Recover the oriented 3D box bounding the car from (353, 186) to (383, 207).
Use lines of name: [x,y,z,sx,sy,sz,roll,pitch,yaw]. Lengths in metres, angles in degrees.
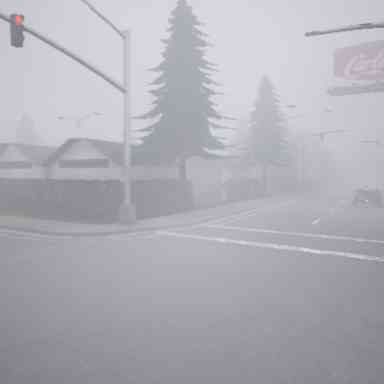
car: [13.902,0.262,26.342,1.837,1.490,4.892,3,4,29]
